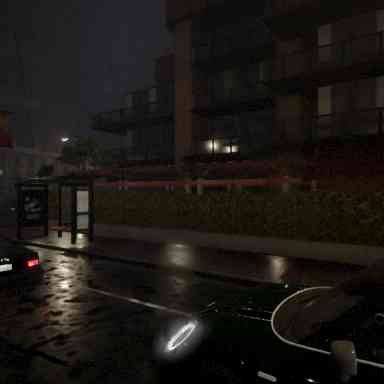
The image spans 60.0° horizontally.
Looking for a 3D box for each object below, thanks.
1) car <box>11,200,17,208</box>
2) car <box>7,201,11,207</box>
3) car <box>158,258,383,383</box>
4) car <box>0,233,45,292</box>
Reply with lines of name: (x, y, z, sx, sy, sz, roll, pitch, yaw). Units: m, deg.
car: (-22.065, 1.505, 46.547, 1.837, 1.490, 4.892, 0, 0, 36)
car: (-24.563, 1.477, 49.090, 1.882, 1.535, 5.008, 0, 0, 35)
car: (1.882, 1.352, 2.662, 4.553, 1.767, 2.097, 0, 0, 35)
car: (-5.735, 1.547, 8.039, 5.357, 1.411, 2.033, 0, 0, 36)
